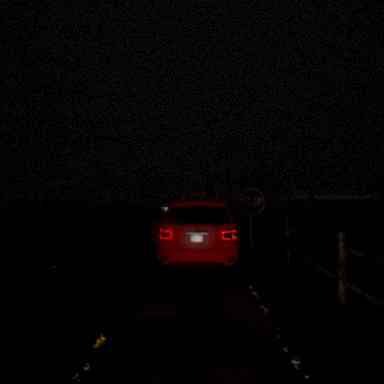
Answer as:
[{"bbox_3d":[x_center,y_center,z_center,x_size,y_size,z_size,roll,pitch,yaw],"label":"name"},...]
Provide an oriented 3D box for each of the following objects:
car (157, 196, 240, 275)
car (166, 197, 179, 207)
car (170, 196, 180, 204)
[{"bbox_3d":[0.318,1.212,10.650,2.150,2.045,5.566,0,0,4],"label":"car"},{"bbox_3d":[-2.946,1.489,51.114,1.837,1.490,4.892,0,0,-1],"label":"car"},{"bbox_3d":[-3.407,1.532,66.800,2.033,1.411,5.357,0,0,-3],"label":"car"}]
